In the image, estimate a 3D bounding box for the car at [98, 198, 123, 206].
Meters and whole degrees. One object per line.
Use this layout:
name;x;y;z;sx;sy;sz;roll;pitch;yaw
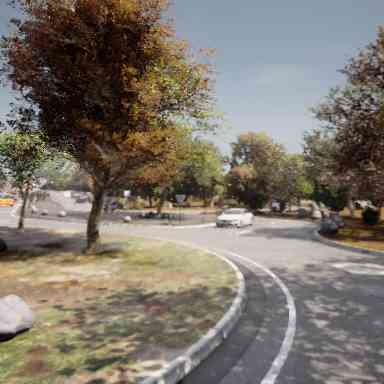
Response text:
car;-17.512;2.096;71.619;4.892;1.521;2.231;2;0;-26

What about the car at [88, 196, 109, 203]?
car;-23.586;1.886;84.097;4.674;1.452;2.002;2;0;-26

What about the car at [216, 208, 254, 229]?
car;3.505;2.021;26.138;1.812;1.442;4.674;-1;-1;27

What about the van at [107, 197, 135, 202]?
van;-12.745;2.068;61.592;4.442;1.987;1.878;2;0;-26

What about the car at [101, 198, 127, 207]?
car;-16.267;2.176;69.140;4.792;1.488;2.163;2;0;-26

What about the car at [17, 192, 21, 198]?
car;-35.757;1.372;66.068;2.128;1.511;4.902;2;0;-26

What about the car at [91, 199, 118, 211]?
car;-14.017;2.260;53.590;2.033;1.411;5.357;3;-1;-37

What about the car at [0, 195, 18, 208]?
car;-27.013;1.294;48.335;2.097;1.767;4.553;2;-1;-26

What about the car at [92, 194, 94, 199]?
car;-19.903;1.870;76.625;4.553;1.767;2.185;2;0;-26

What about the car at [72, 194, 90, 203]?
car;-25.480;1.827;76.385;2.128;1.511;4.902;2;0;-26

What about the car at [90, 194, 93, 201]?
car;-22.371;1.895;81.599;5.008;1.535;2.097;2;0;-26

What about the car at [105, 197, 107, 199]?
car;-13.837;2.278;64.150;4.792;1.488;2.163;2;0;-26

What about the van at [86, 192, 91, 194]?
van;-24.683;1.576;86.643;4.442;1.987;1.878;2;0;-26
